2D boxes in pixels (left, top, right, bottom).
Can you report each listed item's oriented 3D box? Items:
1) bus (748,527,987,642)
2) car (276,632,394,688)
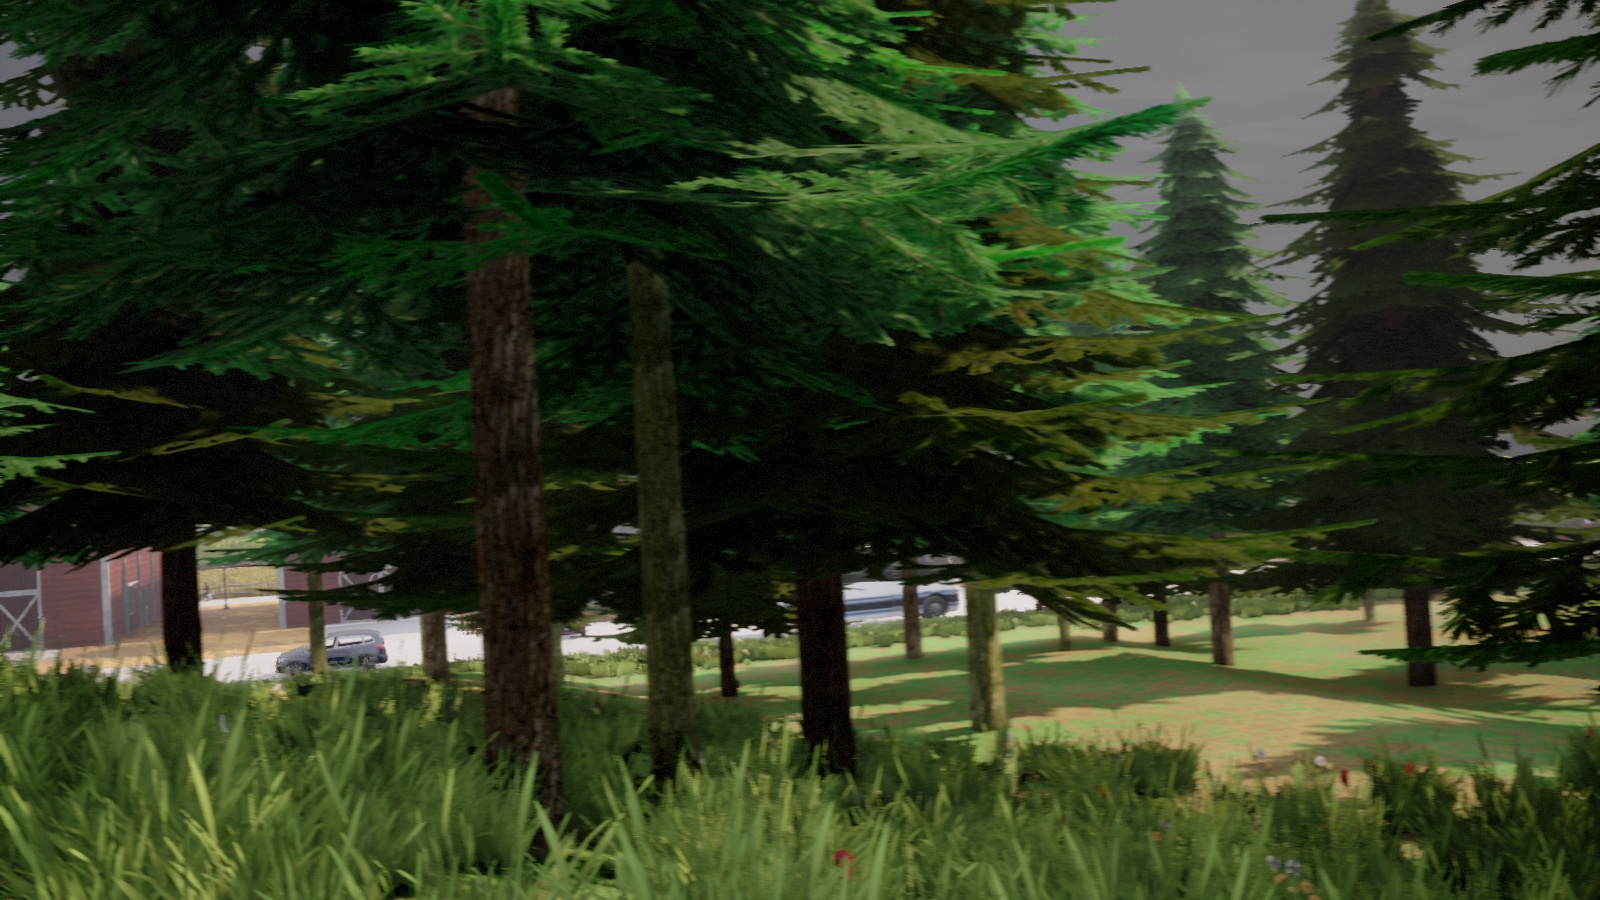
[{"bbox_3d":[3.176,6.188,59.312,10.273,4.253,3.944,-4,-2,-19],"label":"bus"},{"bbox_3d":[-20.192,9.104,54.666,4.611,1.667,2.242,-4,-2,-19],"label":"car"}]
